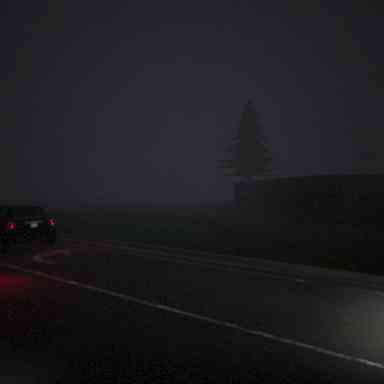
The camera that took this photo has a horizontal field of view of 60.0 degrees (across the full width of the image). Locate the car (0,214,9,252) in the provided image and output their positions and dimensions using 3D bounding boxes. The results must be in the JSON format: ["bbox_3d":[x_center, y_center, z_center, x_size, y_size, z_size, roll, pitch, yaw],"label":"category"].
[{"bbox_3d":[-7.506,1.423,9.347,4.902,1.511,2.128,0,0,36],"label":"car"}]

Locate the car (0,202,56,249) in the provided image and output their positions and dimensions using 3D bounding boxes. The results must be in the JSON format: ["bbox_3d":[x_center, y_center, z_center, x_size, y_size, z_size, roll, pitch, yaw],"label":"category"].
[{"bbox_3d":[-7.681,1.267,13.770,4.553,1.767,2.097,0,0,35],"label":"car"}]
